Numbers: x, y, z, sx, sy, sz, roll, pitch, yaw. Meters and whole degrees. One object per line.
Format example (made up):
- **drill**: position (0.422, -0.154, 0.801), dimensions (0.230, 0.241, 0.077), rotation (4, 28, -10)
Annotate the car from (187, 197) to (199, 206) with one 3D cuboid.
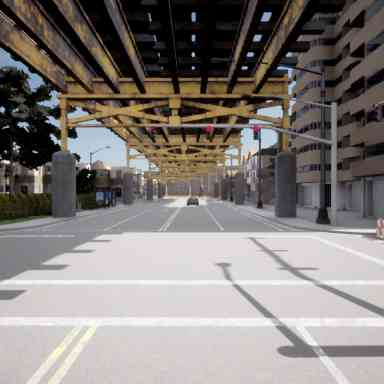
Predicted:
- **car**: position (0.158, 1.563, 56.273), dimensions (1.994, 1.385, 4.181), rotation (0, 0, 0)
